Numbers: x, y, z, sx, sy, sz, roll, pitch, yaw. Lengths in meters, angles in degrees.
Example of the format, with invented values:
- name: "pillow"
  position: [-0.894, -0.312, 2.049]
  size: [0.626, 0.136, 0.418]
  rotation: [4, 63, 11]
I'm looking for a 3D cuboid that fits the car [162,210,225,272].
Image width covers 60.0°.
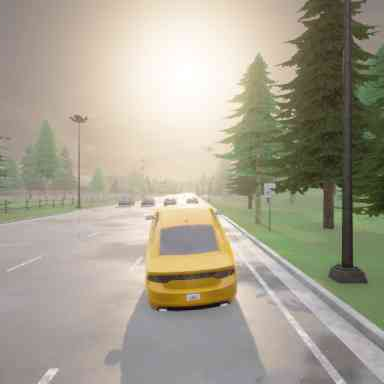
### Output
- name: "car"
  position: [0.038, 1.546, 11.982]
  size: [1.812, 1.442, 4.674]
  rotation: [0, 1, 0]

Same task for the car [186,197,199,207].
- name: "car"
  position: [0.025, 1.564, 53.417]
  size: [1.994, 1.385, 4.181]
  rotation: [0, 0, 0]

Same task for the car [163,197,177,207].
- name: "car"
  position: [-3.475, 1.564, 53.418]
  size: [1.994, 1.385, 4.181]
  rotation: [0, 0, 0]

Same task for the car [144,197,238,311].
- name: "car"
  position: [-0.141, 1.110, 8.406]
  size: [1.882, 1.535, 5.008]
  rotation: [-4, 16, -3]

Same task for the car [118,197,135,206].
- name: "car"
  position: [-10.475, 1.547, 53.421]
  size: [2.033, 1.411, 5.357]
  rotation: [0, 0, 0]

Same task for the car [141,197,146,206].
- name: "car"
  position: [-6.975, 1.547, 53.420]
  size: [2.033, 1.411, 5.357]
  rotation: [0, 0, 0]
